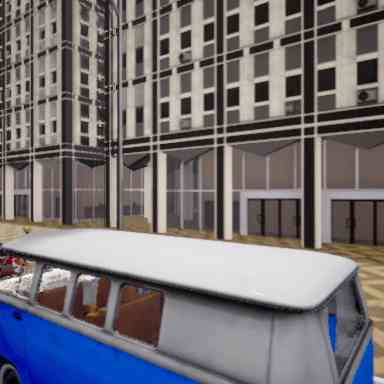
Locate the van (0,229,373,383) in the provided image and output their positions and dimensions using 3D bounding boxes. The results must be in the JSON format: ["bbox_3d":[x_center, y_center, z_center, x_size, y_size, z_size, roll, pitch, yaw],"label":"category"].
[{"bbox_3d":[-0.443,1.338,3.195,3.998,1.788,1.690,0,0,36],"label":"van"}]
